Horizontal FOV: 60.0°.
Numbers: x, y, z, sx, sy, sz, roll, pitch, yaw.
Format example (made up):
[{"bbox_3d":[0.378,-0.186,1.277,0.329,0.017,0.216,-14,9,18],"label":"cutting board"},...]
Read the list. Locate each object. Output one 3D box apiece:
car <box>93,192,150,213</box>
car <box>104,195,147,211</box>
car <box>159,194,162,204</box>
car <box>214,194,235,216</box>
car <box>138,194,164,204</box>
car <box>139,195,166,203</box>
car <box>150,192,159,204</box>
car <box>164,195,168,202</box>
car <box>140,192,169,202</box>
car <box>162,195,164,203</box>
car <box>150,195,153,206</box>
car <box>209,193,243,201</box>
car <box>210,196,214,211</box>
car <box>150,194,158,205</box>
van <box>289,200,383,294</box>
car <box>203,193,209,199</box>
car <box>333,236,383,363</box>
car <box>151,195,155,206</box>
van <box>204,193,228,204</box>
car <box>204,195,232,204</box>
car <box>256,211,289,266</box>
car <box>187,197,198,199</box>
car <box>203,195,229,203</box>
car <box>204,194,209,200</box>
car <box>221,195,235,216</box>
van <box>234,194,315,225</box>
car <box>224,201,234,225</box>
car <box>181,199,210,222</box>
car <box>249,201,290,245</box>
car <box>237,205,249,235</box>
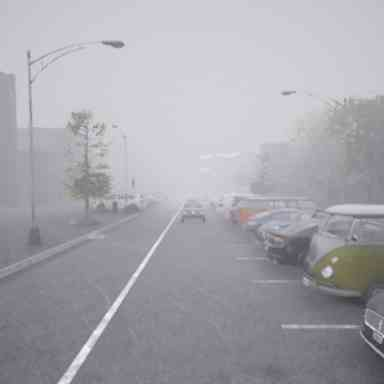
[{"bbox_3d":[-7.719,1.170,35.759,5.566,2.045,2.435,0,0,0],"label":"car"},{"bbox_3d":[-7.660,1.291,38.572,4.553,1.767,2.185,0,0,0],"label":"car"},{"bbox_3d":[-7.702,1.394,53.263,4.892,1.521,2.231,0,0,0],"label":"car"},{"bbox_3d":[4.672,1.302,31.918,4.553,1.767,2.185,0,0,0],"label":"car"},{"bbox_3d":[-7.668,1.248,62.207,4.553,1.767,2.185,0,0,0],"label":"car"},{"bbox_3d":[-7.705,1.346,65.038,5.008,1.535,2.097,0,1,0],"label":"car"},{"bbox_3d":[-7.726,1.272,50.450,4.553,1.767,2.185,0,0,0],"label":"car"},{"bbox_3d":[-7.513,1.380,59.266,5.366,1.575,1.946,0,0,0],"label":"car"},{"bbox_3d":[-7.672,1.043,67.978,5.566,2.045,2.435,0,1,0],"label":"car"},{"bbox_3d":[-7.882,1.385,56.326,5.366,1.575,1.946,0,0,0],"label":"car"},{"bbox_3d":[-7.690,1.452,41.511,4.674,1.452,2.002,0,0,0],"label":"car"},{"bbox_3d":[4.669,1.288,40.425,4.553,1.767,2.185,0,0,0],"label":"car"},{"bbox_3d":[4.609,1.453,34.715,4.792,1.488,2.163,0,0,0],"label":"car"},{"bbox_3d":[-7.723,1.432,47.512,4.792,1.488,2.163,0,0,0],"label":"car"},{"bbox_3d":[4.531,1.243,6.776,4.442,1.987,1.878,0,0,0],"label":"van"},{"bbox_3d":[4.627,1.392,54.393,4.892,1.521,2.231,0,0,0],"label":"car"},{"bbox_3d":[4.654,1.474,3.983,4.892,1.521,2.231,0,0,0],"label":"car"},{"bbox_3d":[-7.690,1.447,44.573,4.674,1.452,2.002,0,0,0],"label":"car"},{"bbox_3d":[4.515,1.146,62.646,4.442,1.987,1.878,0,1,0],"label":"van"},{"bbox_3d":[4.638,1.383,59.853,4.892,1.521,2.231,0,0,0],"label":"car"},{"bbox_3d":[4.641,1.464,9.695,5.008,1.535,2.097,0,0,0],"label":"car"},{"bbox_3d":[0.087,1.434,42.971,1.837,1.490,4.892,0,0,0],"label":"car"},{"bbox_3d":[4.624,1.341,65.455,4.892,1.521,2.231,0,1,0],"label":"car"},{"bbox_3d":[4.629,1.400,48.682,5.008,1.535,2.097,0,0,0],"label":"car"},{"bbox_3d":[4.611,1.316,23.538,4.553,1.767,2.185,0,0,0],"label":"car"},{"bbox_3d":[4.761,1.225,17.950,4.442,1.987,1.878,0,0,0],"label":"van"},{"bbox_3d":[4.671,1.476,20.747,4.792,1.488,2.163,0,0,0],"label":"car"},{"bbox_3d":[0.090,1.505,25.835,2.033,1.411,5.357,0,0,0],"label":"car"},{"bbox_3d":[4.676,1.334,12.365,4.553,1.767,2.185,0,0,0],"label":"car"},{"bbox_3d":[4.642,1.495,15.157,4.674,1.452,2.002,0,0,0],"label":"car"}]
